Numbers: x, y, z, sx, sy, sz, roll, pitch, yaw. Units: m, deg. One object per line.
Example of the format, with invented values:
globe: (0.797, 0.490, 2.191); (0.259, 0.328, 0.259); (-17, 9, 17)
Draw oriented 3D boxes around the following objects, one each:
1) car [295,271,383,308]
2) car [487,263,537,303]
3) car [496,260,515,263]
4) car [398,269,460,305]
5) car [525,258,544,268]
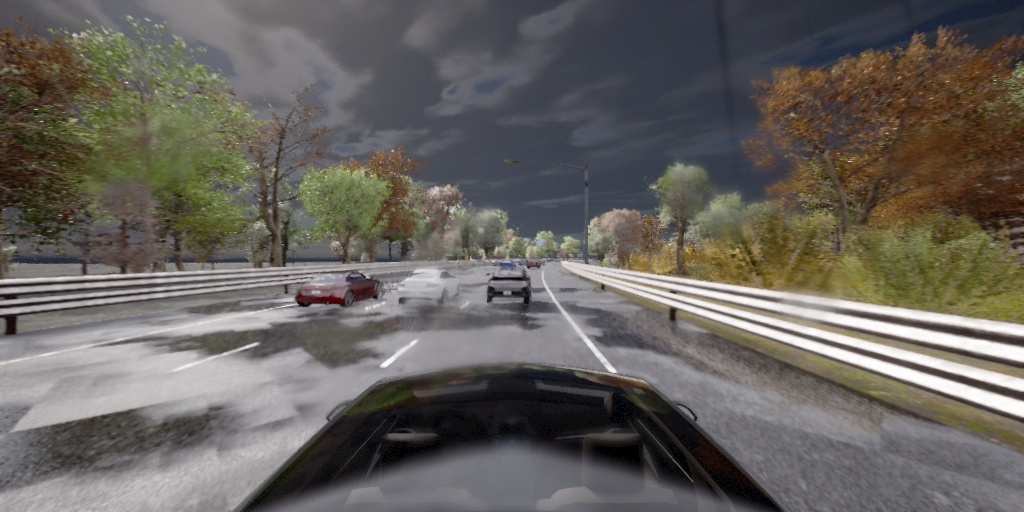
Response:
car: (-7.134, 1.308, 15.249); (1.994, 1.385, 4.181); (0, 0, 3)
car: (-0.043, 1.263, 16.786); (2.128, 1.511, 4.902); (0, 0, 3)
car: (-0.659, 1.315, 52.818); (1.882, 1.535, 5.008); (0, 0, 6)
car: (-3.582, 1.284, 16.018); (1.812, 1.442, 4.674); (0, 0, 3)
car: (3.996, 1.227, 63.164); (2.097, 1.767, 4.553); (0, 0, 7)
